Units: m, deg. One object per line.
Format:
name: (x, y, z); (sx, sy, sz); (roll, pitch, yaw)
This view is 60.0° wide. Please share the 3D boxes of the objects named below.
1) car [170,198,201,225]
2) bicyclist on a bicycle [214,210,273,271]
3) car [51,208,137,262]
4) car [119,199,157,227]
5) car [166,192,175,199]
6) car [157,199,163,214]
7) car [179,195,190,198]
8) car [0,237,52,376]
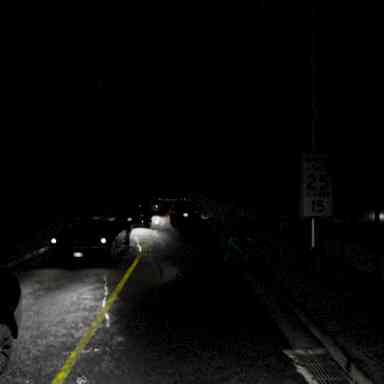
car: (-0.437, 1.345, 22.236); (1.994, 1.385, 4.181); (0, 1, -1)
bicyclist on a bicycle: (1.329, 1.275, 9.022); (1.656, 1.620, 0.582); (-9, 1, -1)
car: (-3.366, 1.487, 11.860); (1.895, 1.301, 4.718); (0, 1, -2)
car: (-3.588, 1.361, 20.985); (1.994, 1.385, 4.181); (0, 1, -1)
car: (-4.871, 0.761, 74.361); (1.837, 1.490, 4.892); (0, 1, -1)
car: (-3.815, 1.299, 30.917); (1.895, 1.301, 4.718); (0, 1, -1)
car: (-1.059, 1.081, 47.380); (2.033, 1.411, 5.357); (0, 0, -3)
car: (-3.139, 1.470, 2.465); (2.128, 1.511, 4.902); (0, 0, -1)
